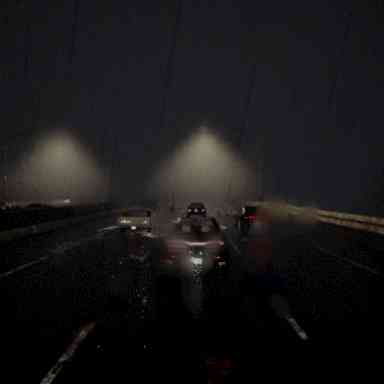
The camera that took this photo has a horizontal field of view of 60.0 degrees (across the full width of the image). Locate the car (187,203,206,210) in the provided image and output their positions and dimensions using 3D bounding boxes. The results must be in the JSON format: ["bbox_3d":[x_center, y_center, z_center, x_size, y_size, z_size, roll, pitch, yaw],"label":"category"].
[{"bbox_3d":[0.432,1.755,32.696,2.033,1.411,5.357,0,0,1],"label":"car"}]

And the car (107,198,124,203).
[{"bbox_3d":[-16.006,1.987,71.175,1.882,1.535,5.008,0,0,2],"label":"car"}]

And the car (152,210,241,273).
[{"bbox_3d":[0.134,1.559,10.944,2.128,1.511,4.902,0,0,1],"label":"car"}]

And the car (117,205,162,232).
[{"bbox_3d":[-3.256,1.729,20.962,1.895,1.301,4.718,0,0,1],"label":"car"}]

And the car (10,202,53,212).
[{"bbox_3d":[-13.830,1.708,29.680,1.812,1.442,4.674,0,0,1],"label":"car"}]

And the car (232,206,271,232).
[{"bbox_3d":[3.750,1.636,21.236,1.837,1.490,4.892,0,-1,1],"label":"car"}]

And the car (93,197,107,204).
[{"bbox_3d":[-19.501,1.863,71.362,2.097,1.767,4.553,0,0,2],"label":"car"}]

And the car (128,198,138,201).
[{"bbox_3d":[-12.509,2.010,71.018,1.837,1.490,4.892,0,0,2],"label":"car"}]

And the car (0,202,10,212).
[{"bbox_3d":[-17.312,1.676,30.148,2.128,1.511,4.902,0,0,1],"label":"car"}]

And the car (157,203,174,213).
[{"bbox_3d":[-2.989,1.834,36.486,1.895,1.301,4.718,0,0,1],"label":"car"}]
